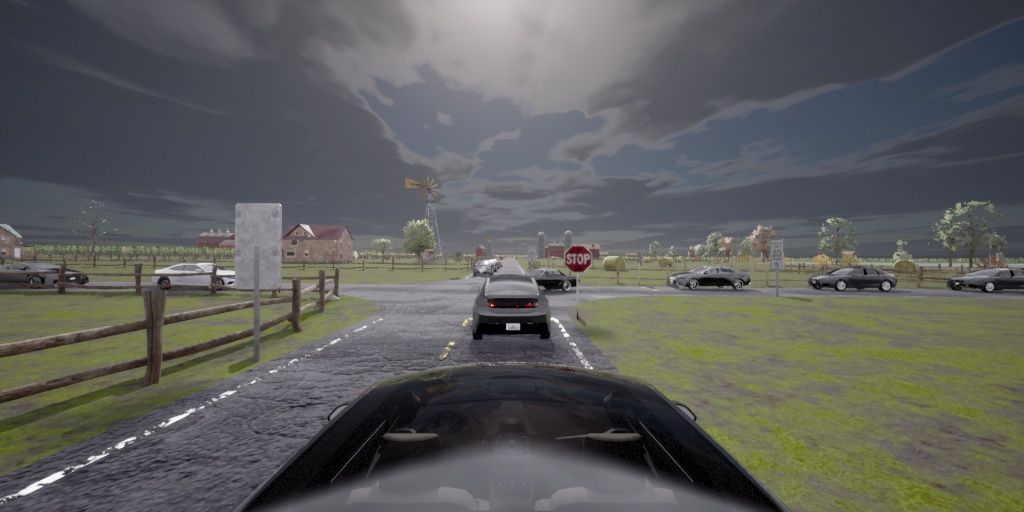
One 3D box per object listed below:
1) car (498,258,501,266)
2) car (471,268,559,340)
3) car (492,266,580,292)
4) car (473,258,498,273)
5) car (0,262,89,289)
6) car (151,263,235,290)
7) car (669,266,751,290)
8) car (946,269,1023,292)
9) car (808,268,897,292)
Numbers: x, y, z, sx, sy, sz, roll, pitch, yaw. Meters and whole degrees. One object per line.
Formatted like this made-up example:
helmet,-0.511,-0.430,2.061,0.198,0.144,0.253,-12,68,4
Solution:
car,-2.865,1.241,46.162,2.128,1.511,4.902,0,0,0
car,-0.076,1.256,10.031,1.837,1.490,4.892,0,0,-2
car,1.494,1.369,20.077,4.718,1.301,1.895,1,0,-35
car,-2.870,1.243,36.717,2.128,1.511,4.902,0,0,0
car,-26.369,1.048,19.858,4.181,1.385,1.994,1,-1,-1
car,-17.249,1.104,19.982,4.674,1.442,1.812,1,-1,-1
car,12.792,1.396,23.309,4.902,1.511,2.128,1,-1,-2
car,31.696,1.587,23.606,4.892,1.490,1.837,1,-1,-1
car,22.194,1.499,23.483,4.892,1.490,1.837,1,-1,-1
